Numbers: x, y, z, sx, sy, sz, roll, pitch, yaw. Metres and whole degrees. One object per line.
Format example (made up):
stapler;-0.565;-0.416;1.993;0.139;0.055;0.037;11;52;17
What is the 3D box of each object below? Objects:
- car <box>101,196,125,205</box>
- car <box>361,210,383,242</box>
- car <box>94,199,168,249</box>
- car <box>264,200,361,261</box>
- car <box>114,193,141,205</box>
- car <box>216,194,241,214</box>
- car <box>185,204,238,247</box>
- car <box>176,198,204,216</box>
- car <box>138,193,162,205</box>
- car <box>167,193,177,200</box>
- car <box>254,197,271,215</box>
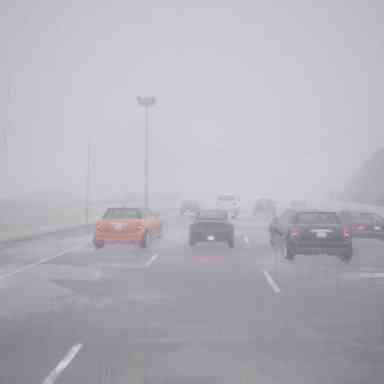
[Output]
car;-14.395;1.480;60.934;1.882;1.535;5.008;0;0;19
car;8.074;1.574;16.499;2.033;1.411;5.357;0;0;6
car;-2.601;1.354;14.678;2.097;1.767;4.553;0;0;5
car;4.242;1.368;12.597;2.097;1.767;4.553;0;0;4
car;-11.356;1.229;58.996;2.150;2.045;5.566;0;0;18
car;3.647;1.248;33.282;2.150;2.045;5.566;0;0;11
car;0.949;1.515;15.152;1.837;1.490;4.892;0;0;5
car;0.078;1.523;33.179;1.837;1.490;4.892;0;0;11
car;-7.451;1.238;59.616;2.150;2.045;5.566;0;0;19
car;-3.996;1.244;58.886;2.150;2.045;5.566;0;0;19
car;7.480;1.387;34.355;2.097;1.767;4.553;0;0;12
